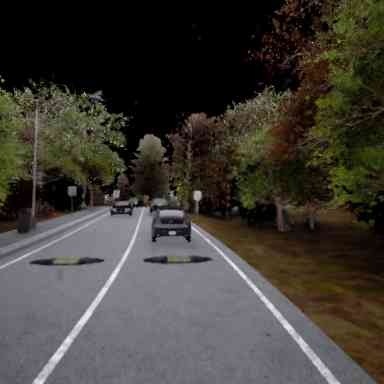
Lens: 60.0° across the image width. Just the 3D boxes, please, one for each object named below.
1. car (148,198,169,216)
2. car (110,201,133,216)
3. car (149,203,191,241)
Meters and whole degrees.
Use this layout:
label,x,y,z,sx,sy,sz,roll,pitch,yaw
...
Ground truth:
label,x,y,z,sx,sy,sz,roll,pitch,yaw
car,-3.666,1.414,37.194,2.097,1.767,4.553,0,0,-7
car,-6.756,1.594,32.350,1.994,1.385,4.181,0,0,-7
car,-1.119,1.545,16.970,1.837,1.490,4.892,0,0,-6
